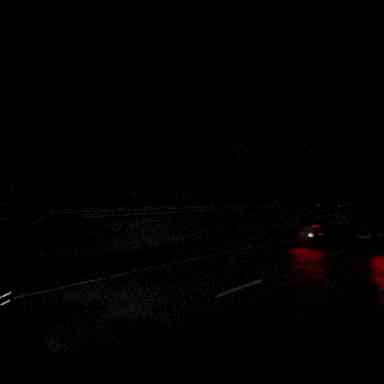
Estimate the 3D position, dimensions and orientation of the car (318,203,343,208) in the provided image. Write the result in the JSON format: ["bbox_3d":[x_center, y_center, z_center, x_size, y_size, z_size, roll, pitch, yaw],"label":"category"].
[{"bbox_3d":[20.511,2.346,48.417,1.812,1.442,4.674,-1,-2,42],"label":"car"}]

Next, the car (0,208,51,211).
[{"bbox_3d":[-10.124,1.929,19.401,1.882,1.535,5.008,-2,-2,42],"label":"car"}]

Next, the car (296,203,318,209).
[{"bbox_3d":[17.898,2.502,50.743,1.837,1.490,4.892,-1,-2,42],"label":"car"}]

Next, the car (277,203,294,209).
[{"bbox_3d":[15.276,2.331,53.067,1.812,1.442,4.674,-1,-2,42],"label":"car"}]

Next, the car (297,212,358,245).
[{"bbox_3d":[7.209,1.821,17.510,1.837,1.490,4.892,-1,-2,42],"label":"car"}]

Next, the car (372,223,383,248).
[{"bbox_3d":[9.846,1.849,15.206,1.895,1.301,4.718,-1,-2,42],"label":"car"}]

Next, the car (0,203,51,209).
[{"bbox_3d":[-12.158,1.751,22.371,2.150,2.045,5.566,-1,-2,42],"label":"car"}]

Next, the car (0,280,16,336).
[{"bbox_3d":[-4.861,1.607,3.937,1.882,1.535,5.008,-1,-1,42],"label":"car"}]

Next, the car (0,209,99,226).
[{"bbox_3d":[-7.212,1.865,17.393,1.882,1.535,5.008,-1,-2,42],"label":"car"}]
